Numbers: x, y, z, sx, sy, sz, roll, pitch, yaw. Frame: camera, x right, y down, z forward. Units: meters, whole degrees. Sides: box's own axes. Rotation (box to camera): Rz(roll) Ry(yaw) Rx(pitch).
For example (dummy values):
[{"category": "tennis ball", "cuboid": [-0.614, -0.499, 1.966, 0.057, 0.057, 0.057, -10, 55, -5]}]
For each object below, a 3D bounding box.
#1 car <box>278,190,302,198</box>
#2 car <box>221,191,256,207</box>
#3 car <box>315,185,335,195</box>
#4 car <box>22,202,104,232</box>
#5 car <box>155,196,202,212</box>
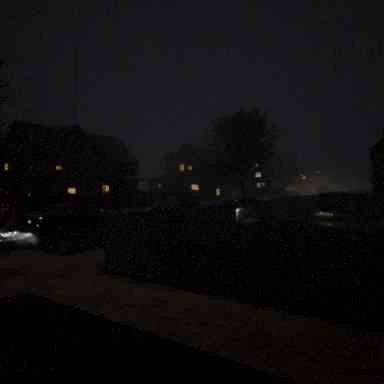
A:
[{"category": "car", "cuboid": [13.860, 0.419, 46.872, 2.033, 1.411, 5.357, 1, 2, 35]}, {"category": "car", "cuboid": [4.836, 0.677, 34.347, 1.882, 1.535, 5.008, 1, 2, 36]}, {"category": "car", "cuboid": [20.705, -0.076, 51.555, 2.150, 2.045, 5.566, 1, 2, 35]}, {"category": "car", "cuboid": [-6.848, 1.236, 17.973, 1.994, 1.385, 4.181, 1, 2, 35]}, {"category": "car", "cuboid": [-1.014, 1.000, 26.157, 1.994, 1.385, 4.181, 1, 2, 36]}]
